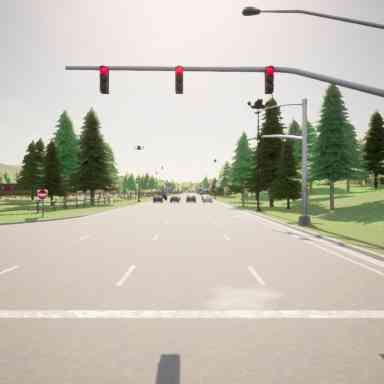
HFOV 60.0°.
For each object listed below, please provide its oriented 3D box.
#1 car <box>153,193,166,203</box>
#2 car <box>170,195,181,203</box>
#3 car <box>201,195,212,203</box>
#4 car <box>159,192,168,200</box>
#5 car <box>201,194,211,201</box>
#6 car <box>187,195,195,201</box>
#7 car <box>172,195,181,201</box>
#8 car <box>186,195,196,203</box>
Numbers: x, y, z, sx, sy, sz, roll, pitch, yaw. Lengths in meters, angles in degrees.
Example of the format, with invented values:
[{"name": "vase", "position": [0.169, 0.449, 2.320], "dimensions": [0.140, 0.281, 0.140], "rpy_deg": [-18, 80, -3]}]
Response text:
[{"name": "car", "position": [-7.163, 1.469, 70.350], "dimensions": [1.882, 1.535, 5.008], "rpy_deg": [0, 0, 0]}, {"name": "car", "position": [-3.663, 1.492, 70.358], "dimensions": [1.837, 1.490, 4.892], "rpy_deg": [0, 0, 0]}, {"name": "car", "position": [3.336, 1.516, 70.791], "dimensions": [1.812, 1.442, 4.674], "rpy_deg": [0, 0, 0]}, {"name": "car", "position": [-7.187, 1.057, 80.800], "dimensions": [2.150, 2.045, 5.566], "rpy_deg": [0, 0, 0]}, {"name": "car", "position": [3.313, 1.357, 80.794], "dimensions": [2.128, 1.511, 4.902], "rpy_deg": [0, 0, 0]}, {"name": "car", "position": [-0.187, 1.385, 80.786], "dimensions": [1.994, 1.385, 4.181], "rpy_deg": [0, 0, 0]}, {"name": "car", "position": [-3.687, 1.427, 80.808], "dimensions": [1.895, 1.301, 4.718], "rpy_deg": [0, 0, 0]}, {"name": "car", "position": [-0.164, 1.346, 70.720], "dimensions": [2.097, 1.767, 4.553], "rpy_deg": [0, 0, 0]}]
